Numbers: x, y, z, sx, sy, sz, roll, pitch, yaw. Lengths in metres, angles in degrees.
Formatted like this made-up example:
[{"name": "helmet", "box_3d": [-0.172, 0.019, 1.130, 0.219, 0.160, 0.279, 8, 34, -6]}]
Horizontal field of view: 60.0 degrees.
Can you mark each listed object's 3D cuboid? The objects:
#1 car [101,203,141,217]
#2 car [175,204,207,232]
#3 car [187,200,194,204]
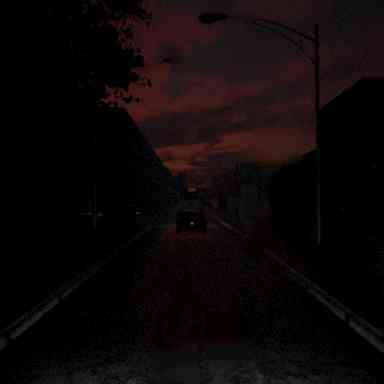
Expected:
[{"name": "car", "box_3d": [-7.869, 1.973, 36.692, 4.892, 1.490, 1.837, 1, -3, 32]}, {"name": "car", "box_3d": [-0.086, 1.748, 22.043, 1.882, 1.535, 5.008, 0, -1, -2]}, {"name": "car", "box_3d": [-0.460, 3.006, 86.520, 1.895, 1.301, 4.718, 0, -1, 0]}]
